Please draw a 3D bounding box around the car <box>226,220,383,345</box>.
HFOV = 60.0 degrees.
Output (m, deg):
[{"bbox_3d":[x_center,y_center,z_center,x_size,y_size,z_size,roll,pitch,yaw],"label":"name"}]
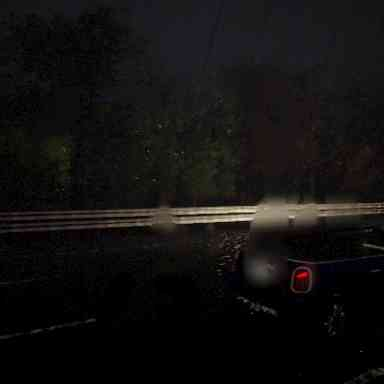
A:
[{"bbox_3d":[2.966,1.361,6.585,4.553,1.767,2.097,0,0,-31],"label":"car"}]
